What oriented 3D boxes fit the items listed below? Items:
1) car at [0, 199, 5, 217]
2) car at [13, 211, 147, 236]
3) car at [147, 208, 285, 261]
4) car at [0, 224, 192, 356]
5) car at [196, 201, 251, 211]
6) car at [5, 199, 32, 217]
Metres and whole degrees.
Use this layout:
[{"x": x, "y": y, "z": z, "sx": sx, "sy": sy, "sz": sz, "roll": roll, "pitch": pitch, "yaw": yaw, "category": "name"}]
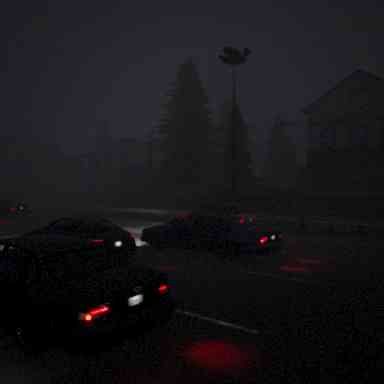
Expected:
[{"x": -15.836, "y": 1.273, "z": 23.889, "sx": 5.008, "sy": 1.535, "sz": 1.882, "roll": 1, "pitch": 0, "yaw": 36, "category": "car"}, {"x": -3.810, "y": 1.492, "z": 11.009, "sx": 4.181, "sy": 1.385, "sz": 1.994, "roll": 1, "pitch": 0, "yaw": 35, "category": "car"}, {"x": 0.578, "y": 1.497, "z": 12.178, "sx": 5.357, "sy": 1.411, "sz": 2.033, "roll": 1, "pitch": 0, "yaw": 36, "category": "car"}, {"x": -2.808, "y": 1.504, "z": 5.995, "sx": 5.357, "sy": 1.411, "sz": 2.033, "roll": 1, "pitch": 0, "yaw": 36, "category": "car"}, {"x": 0.947, "y": 1.286, "z": 16.215, "sx": 4.553, "sy": 1.767, "sz": 2.097, "roll": 1, "pitch": 0, "yaw": 36, "category": "car"}, {"x": -15.710, "y": 1.325, "z": 28.095, "sx": 5.357, "sy": 1.411, "sz": 2.033, "roll": 1, "pitch": 0, "yaw": 36, "category": "car"}]
